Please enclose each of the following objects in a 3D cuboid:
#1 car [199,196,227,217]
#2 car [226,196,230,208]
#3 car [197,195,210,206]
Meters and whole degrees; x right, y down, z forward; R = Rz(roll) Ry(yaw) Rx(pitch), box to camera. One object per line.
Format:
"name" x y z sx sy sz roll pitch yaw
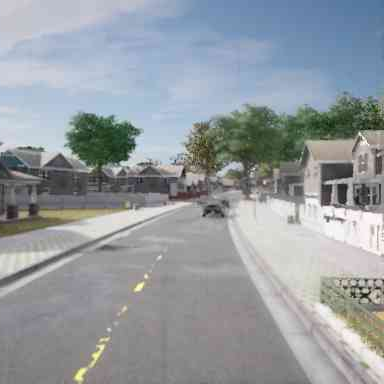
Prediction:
"car" 2.030 1.433 30.388 1.837 1.490 4.892 1 1 7
"car" 3.999 1.259 44.117 1.882 1.535 5.008 1 1 10
"car" 1.896 1.225 48.770 1.837 1.490 4.892 1 0 10
